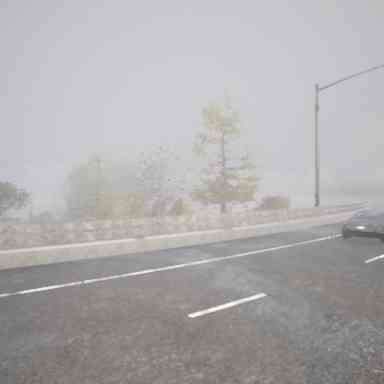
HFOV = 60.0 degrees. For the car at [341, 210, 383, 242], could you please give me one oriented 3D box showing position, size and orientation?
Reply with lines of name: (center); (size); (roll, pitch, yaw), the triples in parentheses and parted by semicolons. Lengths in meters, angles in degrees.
car: (9.118, 1.596, 16.629); (1.994, 1.385, 4.181); (0, 0, 44)
